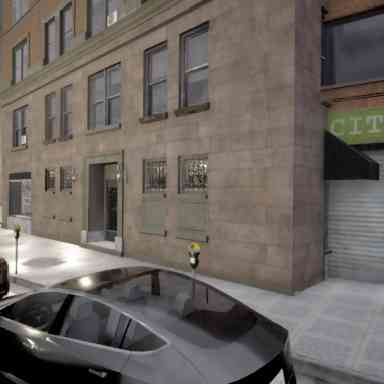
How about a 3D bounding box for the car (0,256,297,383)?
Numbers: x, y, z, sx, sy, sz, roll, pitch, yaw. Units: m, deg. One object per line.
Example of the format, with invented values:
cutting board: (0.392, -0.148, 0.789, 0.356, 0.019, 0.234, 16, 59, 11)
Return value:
car: (-1.033, 1.565, 3.809, 4.313, 1.339, 1.947, 0, 1, 35)
